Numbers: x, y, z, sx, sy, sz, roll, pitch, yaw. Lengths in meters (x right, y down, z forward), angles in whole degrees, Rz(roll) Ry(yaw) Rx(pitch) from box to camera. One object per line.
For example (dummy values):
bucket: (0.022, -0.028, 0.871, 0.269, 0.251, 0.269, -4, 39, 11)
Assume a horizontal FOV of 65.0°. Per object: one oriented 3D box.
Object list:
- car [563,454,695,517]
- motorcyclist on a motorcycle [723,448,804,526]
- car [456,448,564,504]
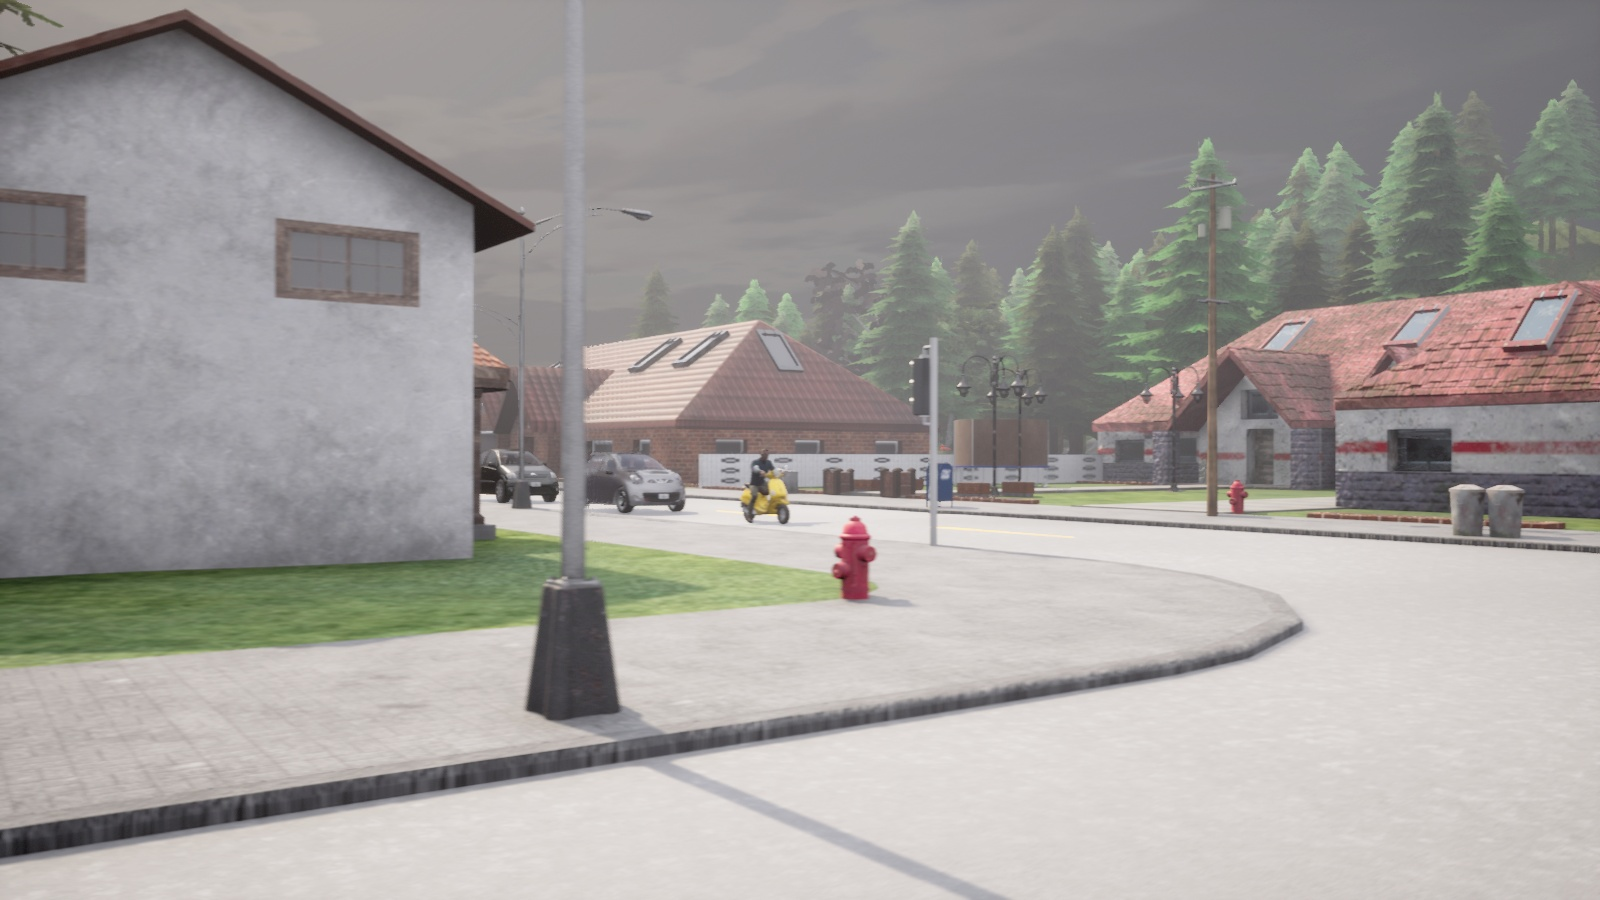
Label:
car: (-4.382, 0.845, 31.845, 1.845, 1.501, 3.633, 0, 0, -35)
motorcyclist on a motorcycle: (-0.795, 0.764, 26.687, 0.866, 1.590, 1.817, 0, 0, -35)
car: (-8.890, 0.754, 38.314, 1.851, 1.617, 3.988, 0, 0, -35)
